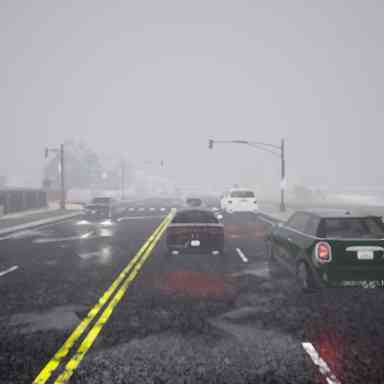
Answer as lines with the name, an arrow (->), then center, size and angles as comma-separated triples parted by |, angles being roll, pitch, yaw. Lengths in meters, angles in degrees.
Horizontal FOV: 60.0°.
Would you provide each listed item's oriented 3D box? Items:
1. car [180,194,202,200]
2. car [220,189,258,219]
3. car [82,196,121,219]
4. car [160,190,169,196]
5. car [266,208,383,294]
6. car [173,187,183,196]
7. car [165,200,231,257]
car -> 0.098, 1.086, 25.517 | 1.812, 1.442, 4.674 | 0, 1, -2
car -> 3.345, 0.797, 24.316 | 2.150, 2.045, 5.566 | 0, 0, 0
car -> -6.543, 1.083, 24.518 | 1.837, 1.490, 4.892 | 0, 1, 1
car -> -6.513, 0.251, 79.267 | 1.994, 1.385, 4.181 | 0, 1, 0
car -> 3.348, 1.201, 8.549 | 2.097, 1.767, 4.553 | 0, 1, 0
car -> -3.263, -0.076, 79.232 | 2.150, 2.045, 5.566 | 0, 1, 0
car -> 0.098, 1.268, 11.998 | 1.882, 1.535, 5.008 | 0, 1, 0
